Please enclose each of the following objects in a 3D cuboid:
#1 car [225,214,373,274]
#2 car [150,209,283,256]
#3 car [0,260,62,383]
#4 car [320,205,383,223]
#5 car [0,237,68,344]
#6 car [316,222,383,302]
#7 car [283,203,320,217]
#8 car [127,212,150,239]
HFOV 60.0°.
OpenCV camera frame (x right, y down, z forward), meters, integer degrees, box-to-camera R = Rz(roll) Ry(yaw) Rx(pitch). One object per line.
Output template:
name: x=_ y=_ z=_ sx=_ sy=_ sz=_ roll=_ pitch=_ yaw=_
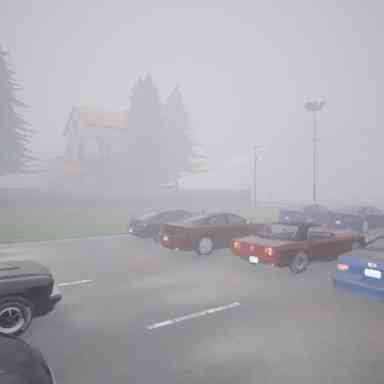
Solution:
car: x=3.545 y=1.602 z=10.598 sx=4.718 sy=1.301 sz=1.895 roll=0 pitch=0 yaw=-35
car: x=1.095 y=1.478 z=13.150 sx=5.008 sy=1.535 sz=1.882 roll=0 pitch=0 yaw=-35
car: x=-3.192 y=1.491 z=1.484 sx=4.902 sy=1.511 sz=2.128 roll=0 pitch=0 yaw=-35
car: x=9.929 y=1.480 z=19.456 sx=5.008 sy=1.535 sz=1.882 roll=0 pitch=0 yaw=-36
car: x=-4.528 y=1.601 z=4.925 sx=4.718 sy=1.301 sz=1.895 roll=0 pitch=0 yaw=-35
car: x=5.379 y=1.549 z=7.594 sx=5.357 sy=1.411 sz=2.033 roll=0 pitch=0 yaw=-35
car: x=7.988 y=1.480 z=22.371 sx=5.008 sy=1.535 sz=1.882 roll=0 pitch=0 yaw=-36
car: x=-0.844 y=1.526 z=16.060 sx=4.674 sy=1.442 sz=1.812 roll=0 pitch=0 yaw=-36
